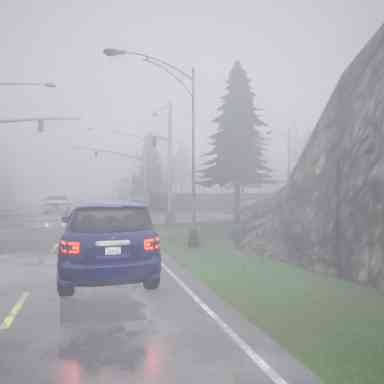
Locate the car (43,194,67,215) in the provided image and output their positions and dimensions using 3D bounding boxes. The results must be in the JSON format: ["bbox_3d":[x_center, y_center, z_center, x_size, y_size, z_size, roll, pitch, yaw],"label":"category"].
[{"bbox_3d":[-13.960,1.221,34.490,2.150,2.045,5.566,0,0,-17],"label":"car"}]

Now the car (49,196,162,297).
[{"bbox_3d":[-2.280,1.221,8.946,2.150,2.045,5.566,0,0,-17],"label":"car"}]

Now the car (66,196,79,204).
[{"bbox_3d":[-23.221,1.506,64.904,2.128,1.511,4.902,0,0,-17],"label":"car"}]

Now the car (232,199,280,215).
[{"bbox_3d":[6.403,1.505,33.334,4.892,1.490,1.837,0,0,-18],"label":"car"}]

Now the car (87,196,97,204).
[{"bbox_3d":[-19.446,1.526,64.551,1.812,1.442,4.674,0,0,-17],"label":"car"}]

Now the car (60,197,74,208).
[{"bbox_3d":[-18.663,1.525,49.835,1.812,1.442,4.674,0,0,-17],"label":"car"}]
